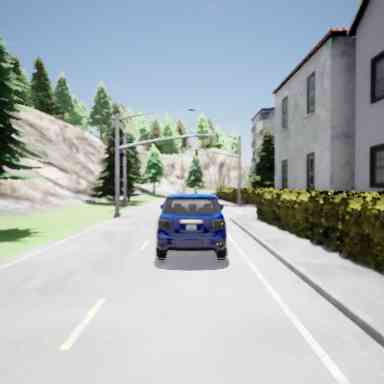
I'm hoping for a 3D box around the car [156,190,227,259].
[{"bbox_3d":[-0.006,1.030,11.902,2.150,2.045,5.566,0,1,0],"label":"car"}]

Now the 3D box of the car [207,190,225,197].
[{"bbox_3d":[5.555,0.316,77.542,1.994,1.385,4.181,1,1,44],"label":"car"}]

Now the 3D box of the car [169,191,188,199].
[{"bbox_3d":[-2.446,0.528,63.932,2.033,1.411,5.357,0,1,17],"label":"car"}]
